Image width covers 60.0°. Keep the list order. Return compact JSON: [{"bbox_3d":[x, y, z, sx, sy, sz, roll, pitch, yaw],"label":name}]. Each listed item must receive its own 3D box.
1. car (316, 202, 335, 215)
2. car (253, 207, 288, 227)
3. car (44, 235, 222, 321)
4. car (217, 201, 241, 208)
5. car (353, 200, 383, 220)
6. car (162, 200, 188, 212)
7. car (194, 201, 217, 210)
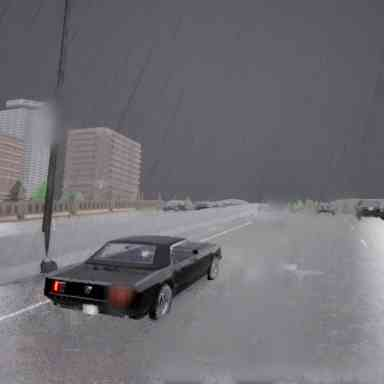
[{"bbox_3d":[14.708,1.785,36.650,2.033,1.411,5.357,0,-2,22],"label":"car"},{"bbox_3d":[5.781,1.696,23.856,1.895,1.301,4.718,0,0,22],"label":"car"},{"bbox_3d":[-0.817,1.635,7.474,1.895,1.301,4.718,0,0,22],"label":"car"},{"bbox_3d":[5.013,1.845,41.025,1.994,1.385,4.181,0,-2,23],"label":"car"},{"bbox_3d":[15.552,1.461,29.379,2.097,1.767,4.553,0,0,22],"label":"car"},{"bbox_3d":[-2.082,1.758,42.186,1.837,1.490,4.892,0,-2,22],"label":"car"},{"bbox_3d":[2.040,1.864,42.995,2.033,1.411,5.357,0,-2,23],"label":"car"}]
